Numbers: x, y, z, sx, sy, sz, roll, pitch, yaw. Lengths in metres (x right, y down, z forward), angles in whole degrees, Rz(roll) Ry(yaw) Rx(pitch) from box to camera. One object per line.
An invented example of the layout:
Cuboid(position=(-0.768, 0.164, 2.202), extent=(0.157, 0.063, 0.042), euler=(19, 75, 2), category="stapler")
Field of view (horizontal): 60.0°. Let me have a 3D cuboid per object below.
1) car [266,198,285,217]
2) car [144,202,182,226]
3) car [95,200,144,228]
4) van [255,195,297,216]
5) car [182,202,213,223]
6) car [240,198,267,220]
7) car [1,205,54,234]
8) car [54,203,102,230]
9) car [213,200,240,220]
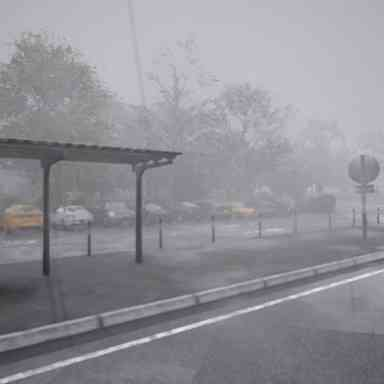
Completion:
Cuboid(position=(5.812, 1.569, 30.908), extent=(2.163, 1.488, 4.792), euler=(0, 0, -36), category="car")
Cuboid(position=(-3.207, 1.516, 24.435), extent=(2.097, 1.535, 5.008), euler=(0, 0, -36), category="car")
Cuboid(position=(-5.480, 1.385, 22.842), extent=(2.185, 1.767, 4.553), euler=(0, 0, -36), category="car")
Cuboid(position=(8.154, 1.320, 32.402), extent=(1.878, 1.987, 4.442), euler=(0, 0, -36), category="van")
Cuboid(position=(-0.942, 1.523, 26.039), extent=(2.231, 1.521, 4.892), euler=(0, 0, -36), category="car")
Cuboid(position=(3.677, 1.530, 29.118), extent=(1.946, 1.575, 5.366), euler=(0, 0, -36), category="car")
Cuboid(position=(-9.975, 1.500, 19.585), extent=(2.097, 1.535, 5.008), euler=(0, 0, -36), category="car")
Cuboid(position=(-7.719, 1.545, 21.201), extent=(2.002, 1.452, 4.674), euler=(0, 0, -36), category="car")
Cuboid(position=(1.295, 1.557, 27.680), extent=(2.163, 1.488, 4.792), euler=(0, 0, -36), category="car")
